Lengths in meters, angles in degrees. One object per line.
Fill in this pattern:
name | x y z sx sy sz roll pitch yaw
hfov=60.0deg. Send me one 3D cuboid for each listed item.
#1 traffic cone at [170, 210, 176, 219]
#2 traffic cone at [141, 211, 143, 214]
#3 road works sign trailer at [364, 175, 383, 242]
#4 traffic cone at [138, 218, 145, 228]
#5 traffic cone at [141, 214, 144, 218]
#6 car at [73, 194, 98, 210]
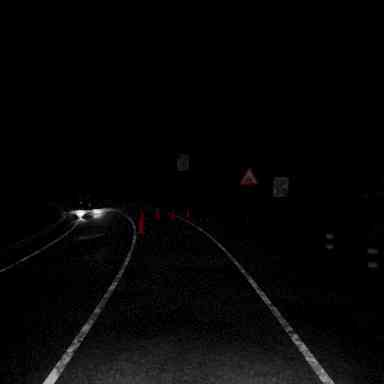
traffic cone | -1.258 1.453 21.944 0.340 0.580 0.340 -1 2 -7
traffic cone | -2.957 1.557 19.702 0.340 0.580 0.340 -1 2 -8
road works sign trailer | 7.393 0.813 10.789 2.380 2.880 3.560 43 2 -1
traffic cone | -2.411 1.661 15.740 0.340 0.580 0.340 -1 2 -8
traffic cone | -2.684 1.609 17.721 0.340 0.580 0.340 -1 2 -8
car | -10.738 0.952 33.273 1.812 1.442 4.674 -3 2 -28
